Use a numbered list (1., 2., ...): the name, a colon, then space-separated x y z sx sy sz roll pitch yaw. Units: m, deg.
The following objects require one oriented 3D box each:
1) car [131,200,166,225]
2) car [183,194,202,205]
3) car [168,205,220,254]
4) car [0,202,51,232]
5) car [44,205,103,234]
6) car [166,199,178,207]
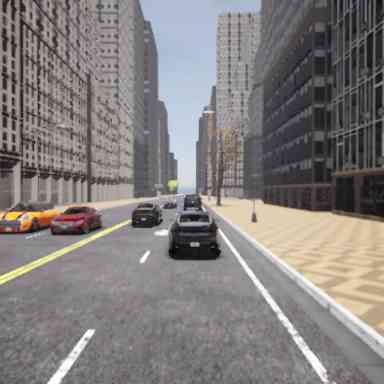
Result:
1. car: -3.163 1.522 24.128 1.837 1.490 4.892 0 0 0
2. car: 0.077 1.263 40.808 2.150 2.045 5.566 0 0 0
3. car: 0.093 1.512 13.571 1.837 1.490 4.892 0 0 0
4. car: -9.761 1.405 19.961 2.097 1.767 4.553 0 0 0
5. car: -6.517 1.538 19.292 1.812 1.442 4.674 0 0 0
6. car: -3.176 1.659 50.226 1.895 1.301 4.718 0 0 0
